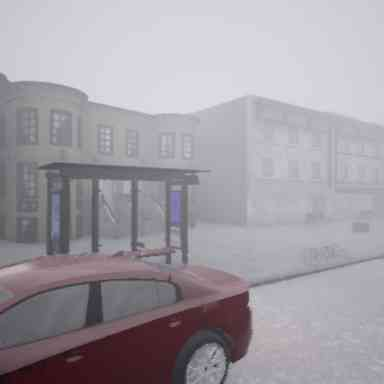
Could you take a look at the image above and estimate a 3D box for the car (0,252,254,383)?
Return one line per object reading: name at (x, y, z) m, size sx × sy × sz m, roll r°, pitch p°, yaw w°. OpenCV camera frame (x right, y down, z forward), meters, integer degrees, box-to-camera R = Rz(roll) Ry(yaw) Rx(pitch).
car at (-1.553, 1.480, 3.500) m, size 5.008 × 1.535 × 1.882 m, roll 0°, pitch 0°, yaw -36°
